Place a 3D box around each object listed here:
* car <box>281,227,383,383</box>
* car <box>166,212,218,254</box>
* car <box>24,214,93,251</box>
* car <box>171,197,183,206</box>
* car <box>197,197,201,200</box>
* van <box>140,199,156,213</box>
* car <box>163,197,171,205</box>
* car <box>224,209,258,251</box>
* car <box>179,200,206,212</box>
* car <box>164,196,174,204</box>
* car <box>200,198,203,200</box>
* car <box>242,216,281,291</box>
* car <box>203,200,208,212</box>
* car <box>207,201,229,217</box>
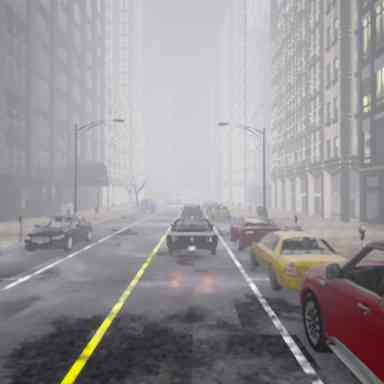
[{"bbox_3d":[2.686,1.348,3.246,2.192,1.841,5.009,0,-1,0],"label":"car"},{"bbox_3d":[0.009,1.738,14.097,1.895,1.301,4.718,0,-1,0],"label":"car"},{"bbox_3d":[-5.686,1.693,14.647,2.008,1.369,4.403,0,-1,0],"label":"car"},{"bbox_3d":[-2.961,2.120,71.178,1.882,1.535,5.008,0,0,0],"label":"car"},{"bbox_3d":[2.403,2.283,94.837,1.801,1.575,5.366,0,0,0],"label":"car"},{"bbox_3d":[-5.671,1.744,43.141,1.690,1.788,3.998,0,-1,0],"label":"van"},{"bbox_3d":[-5.651,2.236,77.327,1.887,1.381,4.507,0,0,0],"label":"car"},{"bbox_3d":[2.694,1.687,14.640,1.887,1.381,4.507,0,-1,0],"label":"car"},{"bbox_3d":[0.020,1.787,29.290,1.837,1.490,4.892,0,0,0],"label":"car"},{"bbox_3d":[-5.648,2.051,83.028,2.192,1.841,5.009,0,0,0],"label":"car"},{"bbox_3d":[2.717,2.068,54.526,1.947,1.339,4.313,0,0,0],"label":"car"},{"bbox_3d":[2.690,1.615,9.112,1.752,1.417,4.829,0,-1,0],"label":"car"},{"bbox_3d":[2.710,1.969,43.131,1.947,1.339,4.313,0,-1,0],"label":"car"},{"bbox_3d":[2.704,1.829,31.905,1.752,1.417,4.829,0,-1,0],"label":"car"}]
